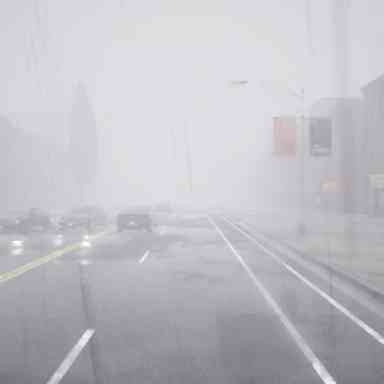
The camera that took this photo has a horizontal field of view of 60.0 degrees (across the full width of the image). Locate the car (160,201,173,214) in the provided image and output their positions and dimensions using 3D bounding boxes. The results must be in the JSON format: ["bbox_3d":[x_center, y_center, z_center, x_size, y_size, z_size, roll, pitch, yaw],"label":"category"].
[{"bbox_3d":[-3.204,1.742,38.525,1.812,1.442,4.674,0,-1,0],"label":"car"}]

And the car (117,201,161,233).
[{"bbox_3d":[-3.179,1.526,20.032,1.882,1.535,5.008,0,0,0],"label":"car"}]

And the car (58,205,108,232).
[{"bbox_3d":[-6.572,1.558,20.452,1.837,1.490,4.892,0,-1,0],"label":"car"}]

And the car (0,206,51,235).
[{"bbox_3d":[-9.829,1.569,19.382,1.812,1.442,4.674,0,-1,0],"label":"car"}]
